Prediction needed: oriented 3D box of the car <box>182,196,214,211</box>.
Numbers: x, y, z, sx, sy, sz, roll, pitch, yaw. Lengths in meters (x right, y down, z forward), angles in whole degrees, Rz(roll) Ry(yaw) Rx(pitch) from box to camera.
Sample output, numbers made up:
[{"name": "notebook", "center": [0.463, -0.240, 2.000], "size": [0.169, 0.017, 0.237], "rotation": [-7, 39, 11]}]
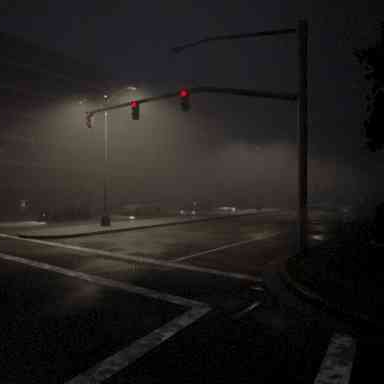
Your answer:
[{"name": "car", "center": [0.772, 1.352, 41.376], "size": [2.097, 1.767, 4.553], "rotation": [0, 0, 36]}]

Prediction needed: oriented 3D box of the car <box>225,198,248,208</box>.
[{"name": "car", "center": [6.611, 1.564, 49.404], "size": [1.994, 1.385, 4.181], "rotation": [0, 0, 36]}]

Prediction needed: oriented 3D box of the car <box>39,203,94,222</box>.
[{"name": "car", "center": [-9.952, 1.563, 26.600], "size": [1.994, 1.385, 4.181], "rotation": [0, 0, 36]}]

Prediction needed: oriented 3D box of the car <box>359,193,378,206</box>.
[{"name": "car", "center": [28.728, 1.221, 54.042], "size": [2.150, 2.045, 5.566], "rotation": [0, 0, 36]}]

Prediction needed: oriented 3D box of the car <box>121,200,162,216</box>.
[{"name": "car", "center": [-4.960, 1.523, 33.480], "size": [1.812, 1.442, 4.674], "rotation": [0, 0, 36]}]
